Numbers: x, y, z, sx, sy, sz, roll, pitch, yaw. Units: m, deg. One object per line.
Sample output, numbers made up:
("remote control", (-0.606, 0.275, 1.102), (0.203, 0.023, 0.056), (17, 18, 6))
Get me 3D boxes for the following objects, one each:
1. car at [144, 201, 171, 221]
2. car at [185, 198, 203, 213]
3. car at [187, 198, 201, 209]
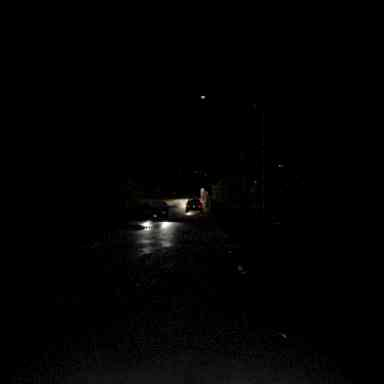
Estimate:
("car", (-2.733, 1.504, 27.065), (1.812, 1.442, 4.674), (0, 0, 0))
("car", (0.243, 1.513, 36.127), (2.033, 1.411, 5.357), (0, 0, 1))
("car", (0.262, 1.550, 46.734), (1.895, 1.301, 4.718), (0, 0, 1))
